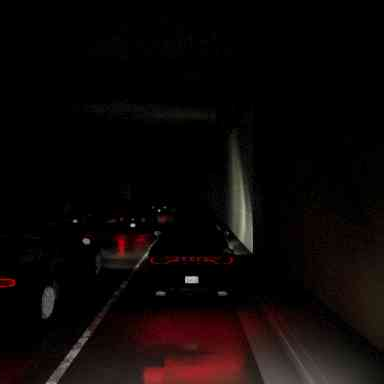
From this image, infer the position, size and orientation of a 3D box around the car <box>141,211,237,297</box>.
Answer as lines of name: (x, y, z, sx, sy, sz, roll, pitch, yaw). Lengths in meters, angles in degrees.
car: (-0.006, 1.477, 8.650, 1.882, 1.535, 5.008, 0, 0, 0)

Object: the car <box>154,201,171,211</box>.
car: (-3.333, 1.601, 36.153, 1.895, 1.301, 4.718, 0, 0, 0)

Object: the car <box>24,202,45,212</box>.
car: (-13.968, 1.564, 28.368, 1.994, 1.385, 4.181, 0, 0, 0)

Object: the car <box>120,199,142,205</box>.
car: (-6.825, 1.492, 37.611, 2.128, 1.511, 4.902, 0, 0, 0)

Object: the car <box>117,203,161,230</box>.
car: (-3.333, 1.601, 21.152, 1.895, 1.301, 4.718, 0, 0, 0)

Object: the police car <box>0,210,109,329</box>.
police car: (-3.396, 1.425, 7.205, 1.930, 1.638, 5.238, 0, 0, 0)

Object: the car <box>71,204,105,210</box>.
car: (-6.829, 1.526, 21.788, 1.812, 1.442, 4.674, 0, 0, 0)
